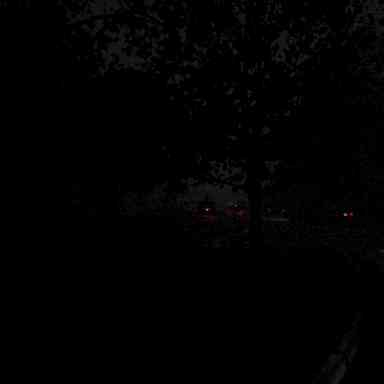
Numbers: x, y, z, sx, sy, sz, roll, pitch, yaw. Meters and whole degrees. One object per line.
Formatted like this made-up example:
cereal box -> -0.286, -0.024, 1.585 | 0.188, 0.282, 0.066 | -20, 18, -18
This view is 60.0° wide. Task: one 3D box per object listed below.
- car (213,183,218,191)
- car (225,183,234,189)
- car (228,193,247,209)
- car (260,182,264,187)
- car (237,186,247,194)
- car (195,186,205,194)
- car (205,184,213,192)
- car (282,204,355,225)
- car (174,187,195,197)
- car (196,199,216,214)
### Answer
car -> 4.818, -1.184, 83.115 | 2.435, 2.045, 5.566 | 0, 3, 23
car -> 9.216, -1.569, 93.244 | 2.163, 1.488, 4.792 | 0, 3, 24
car -> 5.723, 1.321, 42.297 | 1.812, 1.442, 4.674 | 0, 2, 11
car -> 17.268, -1.429, 82.359 | 2.097, 1.767, 4.553 | 0, 3, 24
car -> 9.274, 0.137, 63.726 | 1.812, 1.442, 4.674 | 0, 3, 23
car -> 0.310, -0.254, 72.755 | 1.946, 1.575, 5.366 | 0, 3, 23
car -> 2.509, -0.586, 77.812 | 1.946, 1.575, 5.366 | 0, 3, 24
car -> 8.949, 1.538, 24.012 | 2.033, 1.411, 5.357 | 0, 0, -26
car -> -1.897, 0.081, 67.703 | 1.946, 1.575, 5.366 | 0, 3, 24
car -> 1.553, 1.474, 35.968 | 1.837, 1.490, 4.892 | -1, 1, 0
